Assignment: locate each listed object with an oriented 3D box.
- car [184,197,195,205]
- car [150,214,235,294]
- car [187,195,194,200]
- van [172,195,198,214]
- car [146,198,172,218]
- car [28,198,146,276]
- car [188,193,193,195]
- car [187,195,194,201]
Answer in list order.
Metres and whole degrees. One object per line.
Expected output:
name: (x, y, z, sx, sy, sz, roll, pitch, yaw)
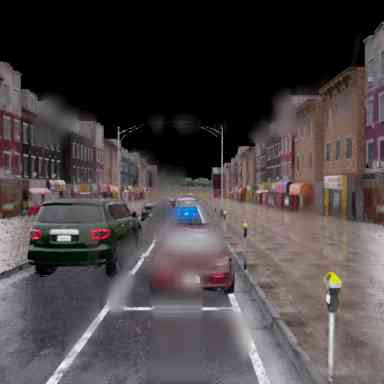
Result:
car: (-0.397, 1.562, 58.737, 1.802, 1.307, 4.206, -1, 0, 0)
car: (0.003, 1.522, 8.652, 1.812, 1.442, 4.674, 0, 0, 0)
car: (-0.397, 1.541, 91.932, 1.947, 1.339, 4.313, -1, 0, 0)
van: (-0.403, 1.331, 25.542, 1.690, 1.788, 3.998, -1, 0, 0)
car: (-2.935, 1.494, 26.811, 1.837, 1.490, 4.892, 0, 0, 0)
car: (-3.020, 1.213, 10.541, 2.150, 2.045, 5.566, 0, -1, 0)
car: (-0.404, 1.302, 36.607, 2.192, 1.841, 5.009, -1, 0, 0)
car: (-0.398, 1.541, 86.399, 1.947, 1.339, 4.313, -1, 0, 0)
